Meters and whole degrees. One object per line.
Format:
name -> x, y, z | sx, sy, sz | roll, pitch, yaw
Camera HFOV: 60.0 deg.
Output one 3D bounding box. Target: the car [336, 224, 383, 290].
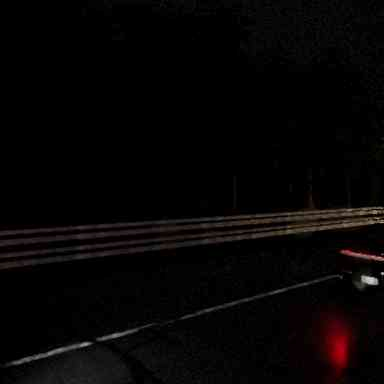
car -> 5.309, 1.433, 7.663 | 4.902, 1.511, 2.128 | 0, 0, -36
